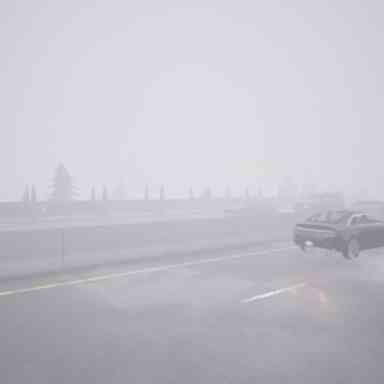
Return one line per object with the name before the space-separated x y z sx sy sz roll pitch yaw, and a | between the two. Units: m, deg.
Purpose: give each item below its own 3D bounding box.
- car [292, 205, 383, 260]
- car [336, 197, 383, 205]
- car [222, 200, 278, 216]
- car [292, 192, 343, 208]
car | 5.741 1.422 12.115 4.902 1.511 2.128 0 0 -35
car | 14.023 1.344 26.853 4.892 1.490 1.837 0 0 -36
car | 5.188 1.422 29.136 5.357 1.411 2.033 0 0 -35
car | 11.223 1.066 29.139 5.566 2.045 2.150 0 0 -35
